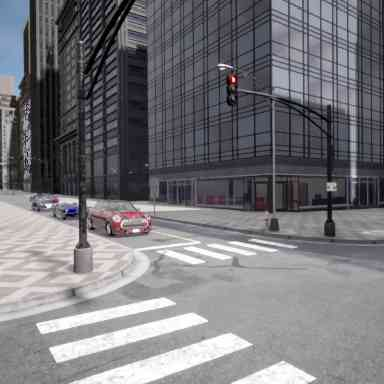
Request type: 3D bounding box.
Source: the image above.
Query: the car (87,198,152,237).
[{"bbox_3d":[-3.933,1.234,17.692,2.097,1.767,4.553,-1,1,-34],"label":"car"}]

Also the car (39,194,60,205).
[{"bbox_3d":[-20.547,1.062,47.892,1.994,1.385,4.181,-1,1,-34],"label":"car"}]

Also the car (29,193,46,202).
[{"bbox_3d":[-26.096,0.882,56.060,1.837,1.490,4.892,-1,1,-34],"label":"car"}]

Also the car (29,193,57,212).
[{"bbox_3d":[-15.425,1.178,34.668,2.128,1.511,4.902,-1,1,-34],"label":"car"}]

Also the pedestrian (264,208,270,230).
[{"bbox_3d":[3.892,1.373,17.276,0.500,1.100,0.500,0,0,-34],"label":"pedestrian"}]

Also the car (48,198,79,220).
[{"bbox_3d":[-9.607,1.389,26.075,1.895,1.301,4.718,-1,1,-34],"label":"car"}]
